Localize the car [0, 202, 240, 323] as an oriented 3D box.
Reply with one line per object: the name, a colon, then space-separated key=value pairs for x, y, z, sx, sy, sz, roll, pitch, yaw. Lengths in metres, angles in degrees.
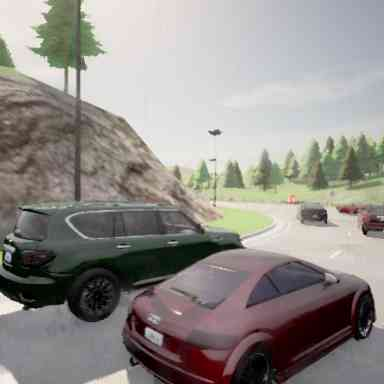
car: x=-1.152 y=1.244 z=7.520 sx=5.566 sy=2.045 sz=2.150 roll=1 pitch=0 yaw=-41

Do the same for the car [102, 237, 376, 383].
car: x=1.080 y=1.588 z=5.029 sx=4.181 sy=1.385 sz=1.994 roll=0 pitch=0 yaw=-41

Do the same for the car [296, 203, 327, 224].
car: x=9.446 y=1.618 z=26.459 sx=1.882 sy=1.535 sz=5.008 roll=1 pitch=0 yaw=13

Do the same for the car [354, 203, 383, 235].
car: x=10.950 y=1.471 z=19.448 sx=2.097 sy=1.767 sz=4.553 roll=0 pitch=0 yaw=23

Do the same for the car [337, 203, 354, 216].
car: x=17.069 y=1.805 z=34.949 sx=1.895 sy=1.301 sz=4.718 roll=0 pitch=0 yaw=-1
